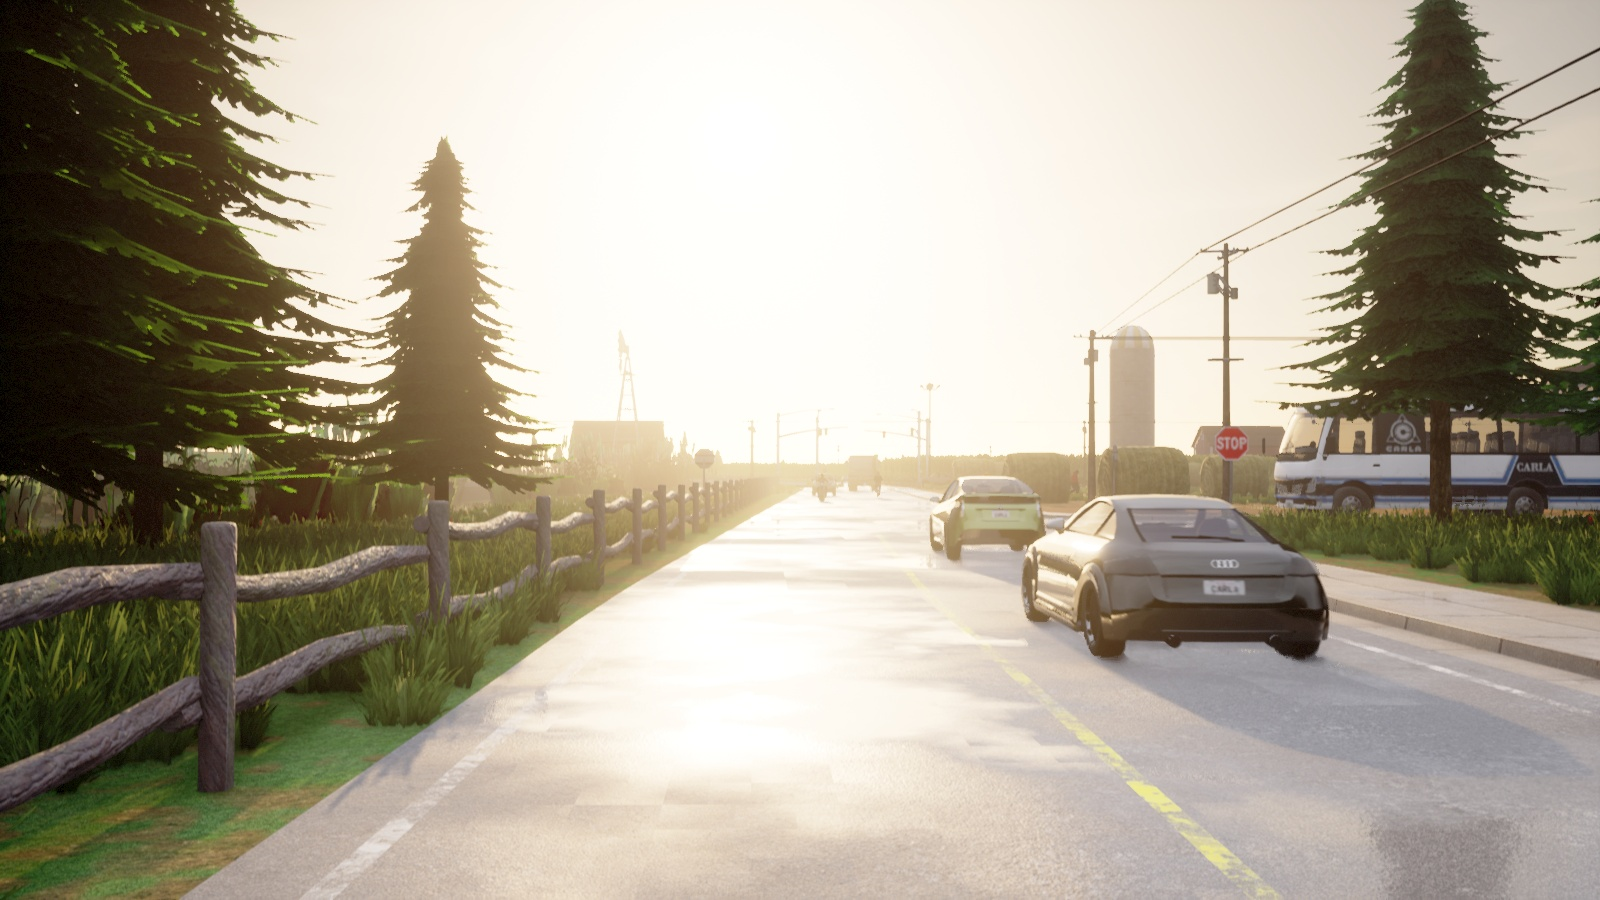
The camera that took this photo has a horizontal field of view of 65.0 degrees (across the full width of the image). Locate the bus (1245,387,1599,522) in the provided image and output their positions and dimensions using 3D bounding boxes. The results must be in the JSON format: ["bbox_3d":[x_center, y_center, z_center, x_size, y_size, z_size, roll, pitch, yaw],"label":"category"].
[{"bbox_3d":[20.602,0.167,41.649,10.273,4.253,3.944,0,-1,-1],"label":"bus"}]

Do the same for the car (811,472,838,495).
[{"bbox_3d":[1.747,2.388,89.913,1.851,1.617,3.988,0,-1,1],"label":"car"}]

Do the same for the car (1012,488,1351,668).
[{"bbox_3d":[3.435,1.093,12.231,1.994,1.385,4.181,0,-1,0],"label":"car"}]

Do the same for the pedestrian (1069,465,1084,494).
[{"bbox_3d":[17.490,1.877,79.562,0.899,1.844,0.634,0,-1,11],"label":"pedestrian"}]

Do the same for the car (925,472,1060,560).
[{"bbox_3d":[3.594,1.198,24.296,2.007,1.525,4.514,0,-1,1],"label":"car"}]
